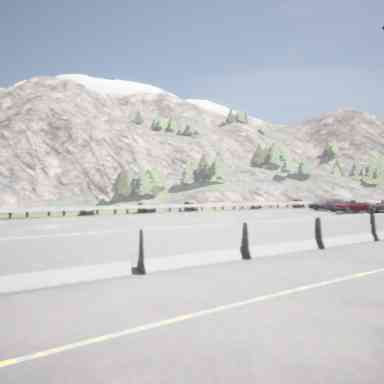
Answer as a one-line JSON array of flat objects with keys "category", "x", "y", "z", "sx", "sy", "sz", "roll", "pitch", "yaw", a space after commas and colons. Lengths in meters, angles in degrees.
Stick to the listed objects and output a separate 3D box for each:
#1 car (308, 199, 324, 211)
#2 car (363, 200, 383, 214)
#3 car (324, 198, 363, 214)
[{"category": "car", "x": 15.282, "y": 1.330, "z": 36.231, "sx": 5.357, "sy": 1.411, "sz": 2.033, "roll": 0, "pitch": 0, "yaw": -24}, {"category": "car", "x": 18.092, "y": 1.325, "z": 29.822, "sx": 4.892, "sy": 1.490, "sz": 1.837, "roll": 0, "pitch": 0, "yaw": -24}, {"category": "car", "x": 15.656, "y": 1.404, "z": 32.565, "sx": 4.718, "sy": 1.301, "sz": 1.895, "roll": 0, "pitch": 0, "yaw": -24}]
